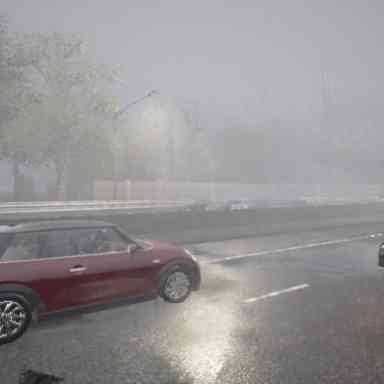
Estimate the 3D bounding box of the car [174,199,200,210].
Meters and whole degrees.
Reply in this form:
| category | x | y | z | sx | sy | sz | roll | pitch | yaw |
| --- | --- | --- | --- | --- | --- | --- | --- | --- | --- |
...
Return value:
| category | x | y | z | sx | sy | sz | roll | pitch | yaw |
| --- | --- | --- | --- | --- | --- | --- | --- | --- | --- |
| car | 0.443 | 1.440 | 34.020 | 5.008 | 1.535 | 1.882 | 0 | 0 | -37 |

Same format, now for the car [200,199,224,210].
| category | x | y | z | sx | sy | sz | roll | pitch | yaw |
| --- | --- | --- | --- | --- | --- | --- | --- | --- | --- |
| car | 3.517 | 1.465 | 32.292 | 4.892 | 1.490 | 1.837 | 0 | 0 | -35 |

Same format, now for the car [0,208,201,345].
| category | x | y | z | sx | sy | sz | roll | pitch | yaw |
| --- | --- | --- | --- | --- | --- | --- | --- | --- | --- |
| car | -2.013 | 1.346 | 6.622 | 4.553 | 1.767 | 2.097 | 0 | 0 | -35 |

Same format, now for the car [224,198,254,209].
| category | x | y | z | sx | sy | sz | roll | pitch | yaw |
| --- | --- | --- | --- | --- | --- | --- | --- | --- | --- |
| car | 5.476 | 1.313 | 29.389 | 4.553 | 1.767 | 2.097 | 0 | 0 | -35 |

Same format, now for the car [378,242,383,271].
| category | x | y | z | sx | sy | sz | roll | pitch | yaw |
| --- | --- | --- | --- | --- | --- | --- | --- | --- | --- |
| car | 6.654 | 1.471 | 8.493 | 4.902 | 1.511 | 2.128 | 0 | 0 | -35 |

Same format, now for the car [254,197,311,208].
| category | x | y | z | sx | sy | sz | roll | pitch | yaw |
| --- | --- | --- | --- | --- | --- | --- | --- | --- | --- |
| car | 7.535 | 1.313 | 26.560 | 4.553 | 1.767 | 2.097 | 0 | 0 | -35 |

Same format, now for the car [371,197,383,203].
| category | x | y | z | sx | sy | sz | roll | pitch | yaw |
| --- | --- | --- | --- | --- | --- | --- | --- | --- | --- |
| car | 32.942 | 1.525 | 57.467 | 4.718 | 1.301 | 1.895 | 0 | 0 | -35 |
